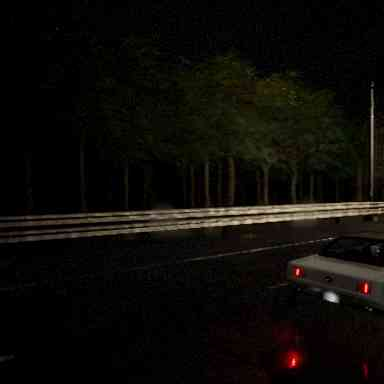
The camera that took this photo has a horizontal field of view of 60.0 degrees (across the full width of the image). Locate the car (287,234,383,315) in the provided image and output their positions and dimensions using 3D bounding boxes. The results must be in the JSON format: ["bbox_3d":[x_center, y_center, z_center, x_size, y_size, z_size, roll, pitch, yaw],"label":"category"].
[{"bbox_3d":[4.265,1.578,7.213,4.718,1.301,1.895,0,0,-36],"label":"car"}]
